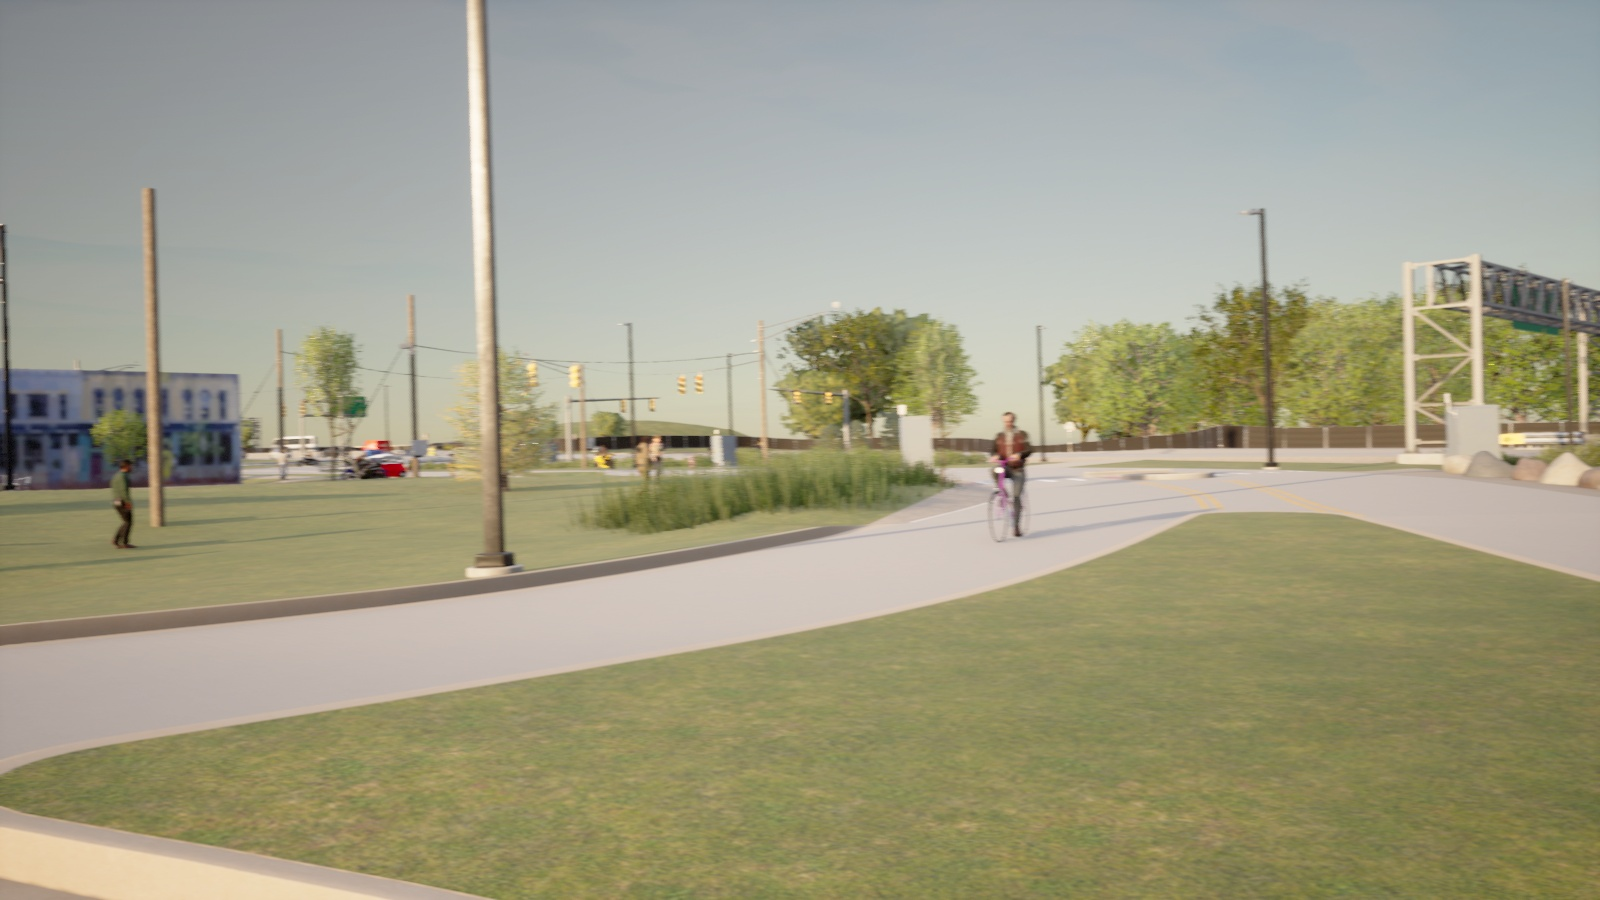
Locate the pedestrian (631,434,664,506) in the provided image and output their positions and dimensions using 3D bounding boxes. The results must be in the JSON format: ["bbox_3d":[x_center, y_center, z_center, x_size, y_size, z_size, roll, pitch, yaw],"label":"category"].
[{"bbox_3d":[-4.159,0.545,34.340,0.692,1.930,0.396,-2,-1,-40],"label":"pedestrian"}]

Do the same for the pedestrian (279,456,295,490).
[{"bbox_3d":[-28.733,1.280,70.363,0.354,1.836,0.706,-3,-1,22],"label":"pedestrian"}]

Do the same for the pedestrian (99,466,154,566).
[{"bbox_3d":[-13.509,1.312,25.199,0.423,1.949,0.788,-4,-1,43],"label":"pedestrian"}]

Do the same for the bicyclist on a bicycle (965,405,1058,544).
[{"bbox_3d":[2.915,0.303,17.119,0.659,1.776,1.843,-4,0,26],"label":"bicyclist on a bicycle"}]

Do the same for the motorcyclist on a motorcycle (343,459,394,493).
[{"bbox_3d":[-21.461,1.270,62.487,2.191,1.530,0.866,-4,0,-32],"label":"motorcyclist on a motorcycle"}]

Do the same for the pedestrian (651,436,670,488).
[{"bbox_3d":[-4.986,0.424,44.887,0.345,1.836,0.594,-2,-1,-39],"label":"pedestrian"}]

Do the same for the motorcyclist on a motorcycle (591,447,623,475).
[{"bbox_3d":[-11.319,0.650,73.639,0.797,1.523,2.044,-2,0,-44],"label":"motorcyclist on a motorcycle"}]

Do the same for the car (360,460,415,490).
[{"bbox_3d":[-21.273,1.276,64.745,1.481,1.376,2.207,-4,0,29],"label":"car"}]
